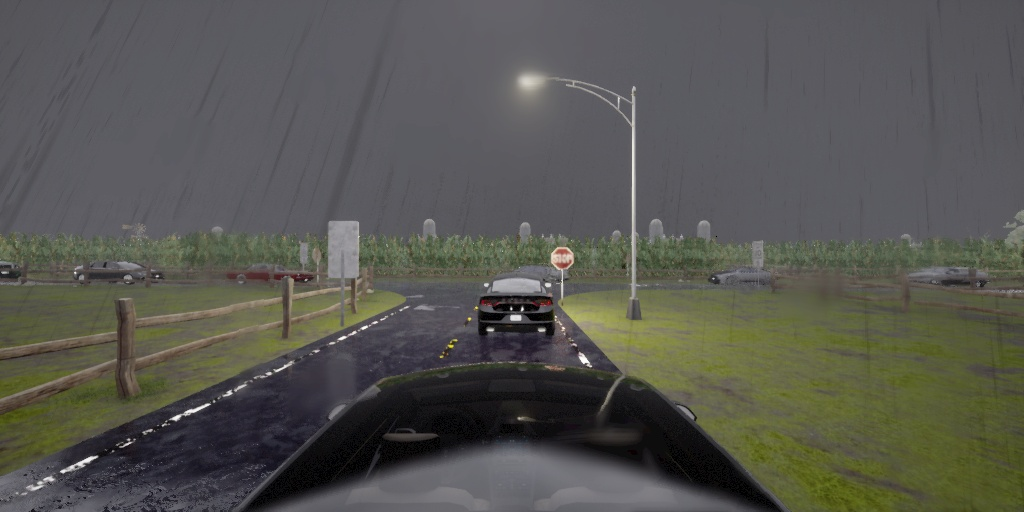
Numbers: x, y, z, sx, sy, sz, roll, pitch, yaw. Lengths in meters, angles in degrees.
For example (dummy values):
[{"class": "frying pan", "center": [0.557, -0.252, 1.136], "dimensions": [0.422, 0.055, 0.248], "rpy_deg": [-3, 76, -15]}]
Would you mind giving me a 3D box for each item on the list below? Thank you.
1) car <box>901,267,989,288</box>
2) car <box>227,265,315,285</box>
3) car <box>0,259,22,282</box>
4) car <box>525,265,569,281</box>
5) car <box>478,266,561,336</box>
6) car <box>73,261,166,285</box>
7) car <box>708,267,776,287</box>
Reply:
[{"class": "car", "center": [31.266, 1.536, 25.988], "dimensions": [4.902, 1.511, 2.128], "rpy_deg": [1, -1, 0]}, {"class": "car", "center": [-15.569, 1.229, 23.353], "dimensions": [4.718, 1.301, 1.895], "rpy_deg": [0, -1, 2]}, {"class": "car", "center": [-35.973, 0.717, 23.549], "dimensions": [5.566, 2.045, 2.150], "rpy_deg": [0, -1, 1]}, {"class": "car", "center": [1.449, 1.350, 26.213], "dimensions": [5.357, 1.411, 2.033], "rpy_deg": [0, -1, 0]}, {"class": "car", "center": [0.152, 1.230, 10.478], "dimensions": [1.882, 1.535, 5.008], "rpy_deg": [0, 0, 2]}, {"class": "car", "center": [-25.609, 1.066, 23.463], "dimensions": [4.892, 1.490, 1.837], "rpy_deg": [0, -1, 1]}, {"class": "car", "center": [16.667, 1.486, 26.100], "dimensions": [4.181, 1.385, 1.994], "rpy_deg": [1, -1, 1]}]
